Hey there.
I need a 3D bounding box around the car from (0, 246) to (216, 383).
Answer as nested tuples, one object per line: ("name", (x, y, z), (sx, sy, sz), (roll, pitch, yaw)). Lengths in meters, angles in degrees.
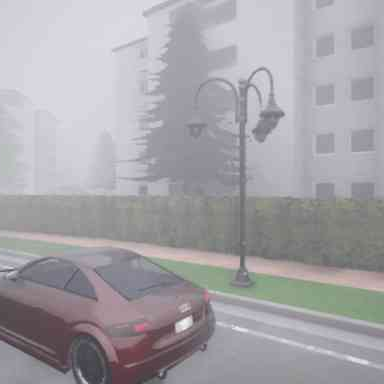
("car", (-1.729, 1.567, 5.200), (4.181, 1.385, 1.994), (0, 0, 35))
